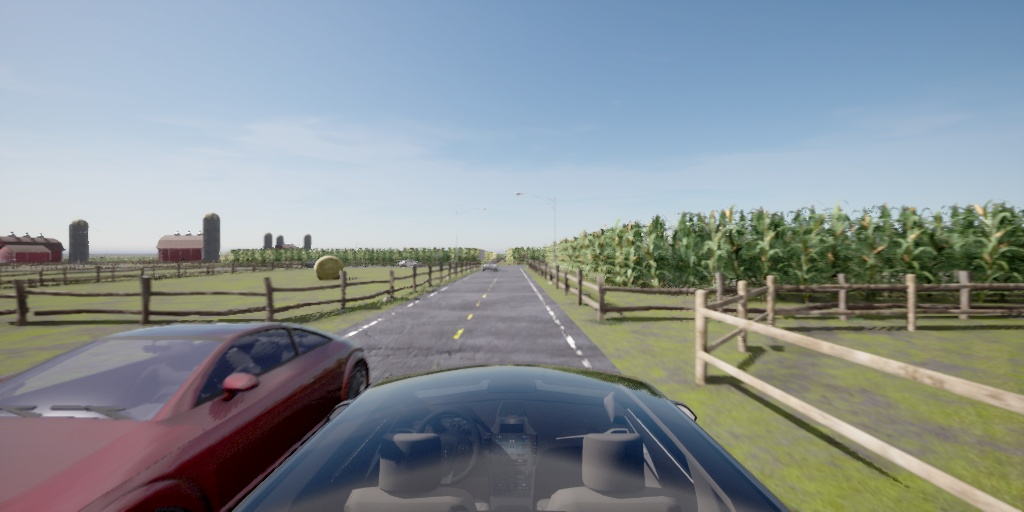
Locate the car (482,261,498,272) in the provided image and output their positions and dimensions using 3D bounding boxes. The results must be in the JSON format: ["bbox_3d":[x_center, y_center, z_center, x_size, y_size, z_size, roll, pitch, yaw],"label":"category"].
[{"bbox_3d":[-2.824,1.352,46.211,1.895,1.301,4.718,0,0,0],"label":"car"}]

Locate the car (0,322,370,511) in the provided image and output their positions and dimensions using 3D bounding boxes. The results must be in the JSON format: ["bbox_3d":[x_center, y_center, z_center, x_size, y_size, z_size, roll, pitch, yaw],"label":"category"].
[{"bbox_3d":[-2.849,1.314,3.020,1.994,1.385,4.181,0,0,0],"label":"car"}]
